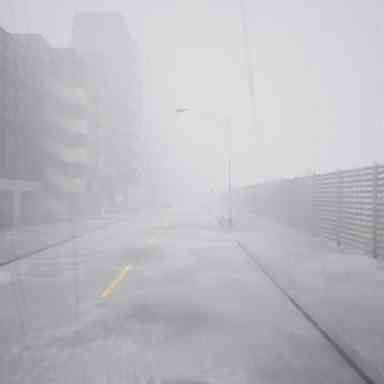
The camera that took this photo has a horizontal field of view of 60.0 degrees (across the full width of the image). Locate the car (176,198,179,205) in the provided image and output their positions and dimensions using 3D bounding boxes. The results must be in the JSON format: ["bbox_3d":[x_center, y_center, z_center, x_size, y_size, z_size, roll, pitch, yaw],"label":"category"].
[{"bbox_3d":[-4.011,2.150,75.635,1.812,1.442,4.674,0,0,0],"label":"car"}]

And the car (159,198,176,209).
[{"bbox_3d":[-4.006,1.998,52.622,1.994,1.385,4.181,0,0,0],"label":"car"}]
